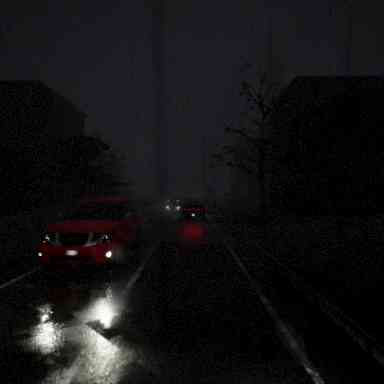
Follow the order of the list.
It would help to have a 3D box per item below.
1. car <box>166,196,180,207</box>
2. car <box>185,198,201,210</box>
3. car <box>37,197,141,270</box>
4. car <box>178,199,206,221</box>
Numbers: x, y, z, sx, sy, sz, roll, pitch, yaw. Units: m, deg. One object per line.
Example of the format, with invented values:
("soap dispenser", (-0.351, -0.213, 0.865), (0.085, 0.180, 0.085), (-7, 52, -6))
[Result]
("car", (-3.065, 1.477, 55.162), (2.097, 1.767, 4.553), (0, -1, 0))
("car", (0.092, 1.538, 42.997), (1.994, 1.385, 4.181), (0, 0, 0))
("car", (-3.102, 1.210, 11.345), (2.150, 2.045, 5.566), (0, 0, 0))
("car", (0.095, 1.474, 27.054), (1.837, 1.490, 4.892), (0, 0, 0))
